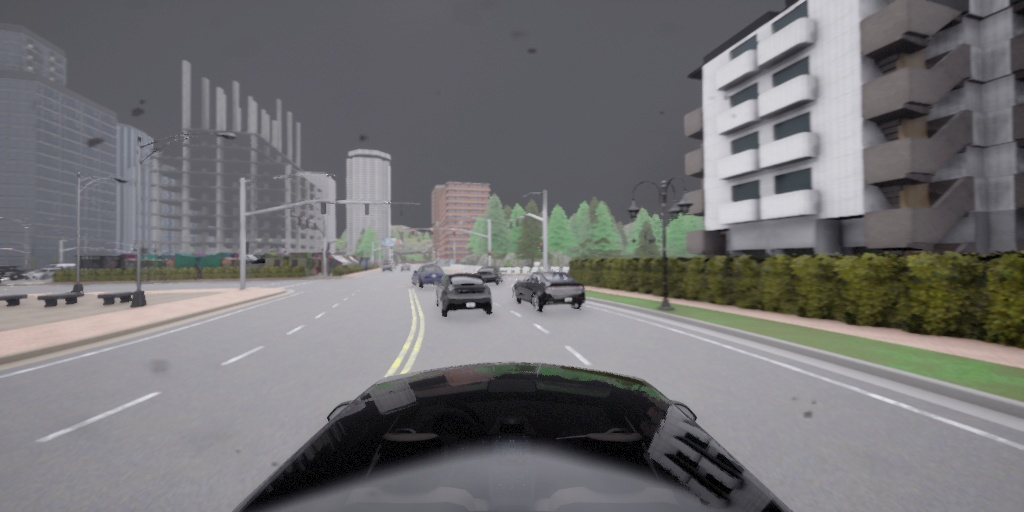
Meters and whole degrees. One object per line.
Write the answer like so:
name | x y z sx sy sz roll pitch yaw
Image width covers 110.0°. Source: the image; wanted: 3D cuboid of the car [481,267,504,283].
car | -1.806 1.645 30.163 1.837 1.490 4.892 -2 -1 6

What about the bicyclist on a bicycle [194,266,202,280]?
bicyclist on a bicycle | -35.418 1.887 40.489 0.582 1.620 1.656 0 5 -14

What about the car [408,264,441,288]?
car | -6.674 1.521 28.585 2.097 1.767 4.553 0 -1 -24

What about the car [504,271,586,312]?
car | 1.399 1.403 15.224 2.128 1.511 4.902 0 -1 -15

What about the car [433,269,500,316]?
car | -2.040 1.445 14.554 1.837 1.490 4.892 0 0 -15
